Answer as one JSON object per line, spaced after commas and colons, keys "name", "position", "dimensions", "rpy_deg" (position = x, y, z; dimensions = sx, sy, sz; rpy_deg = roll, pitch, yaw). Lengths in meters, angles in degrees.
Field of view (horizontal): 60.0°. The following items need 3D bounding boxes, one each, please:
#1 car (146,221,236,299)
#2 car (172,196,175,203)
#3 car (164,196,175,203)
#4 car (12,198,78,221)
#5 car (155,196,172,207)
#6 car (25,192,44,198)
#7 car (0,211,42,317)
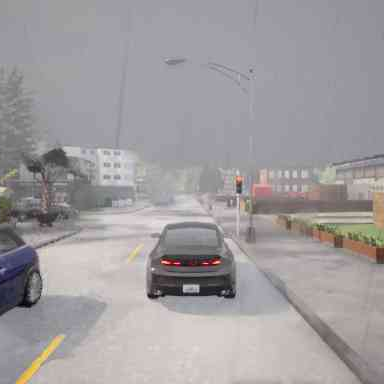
{"name": "car", "position": [-0.016, 1.505, 8.456], "dimensions": [1.837, 1.490, 4.892], "rpy_deg": [0, 0, 0]}
{"name": "car", "position": [-4.636, 1.477, 60.033], "dimensions": [1.882, 1.535, 5.008], "rpy_deg": [0, 0, 0]}
{"name": "car", "position": [-4.664, 1.525, 70.463], "dimensions": [2.128, 1.511, 4.902], "rpy_deg": [0, 0, -1]}
{"name": "car", "position": [-11.508, 1.492, 26.117], "dimensions": [4.902, 1.511, 2.128], "rpy_deg": [0, 0, -4]}
{"name": "car", "position": [-4.571, 1.477, 50.620], "dimensions": [1.882, 1.535, 5.008], "rpy_deg": [0, 0, 0]}
{"name": "car", "position": [-20.154, 0.985, 42.119], "dimensions": [1.905, 1.878, 3.866], "rpy_deg": [0, 0, 34]}
{"name": "car", "position": [-4.119, 1.353, 4.930], "dimensions": [2.097, 1.767, 4.553], "rpy_deg": [0, 0, 0]}
